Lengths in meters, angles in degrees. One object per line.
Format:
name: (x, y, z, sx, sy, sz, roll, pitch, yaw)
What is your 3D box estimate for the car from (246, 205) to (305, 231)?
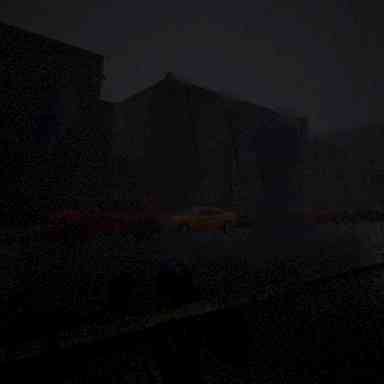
car: (4.850, 1.632, 22.051, 4.892, 1.521, 2.231, 1, 0, -36)

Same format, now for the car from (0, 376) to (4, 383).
car: (-3.387, 1.454, 1.024, 5.008, 1.535, 1.882, 1, 0, -35)

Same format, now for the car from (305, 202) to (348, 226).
car: (9.362, 1.566, 25.285, 4.553, 1.767, 2.185, 1, 0, -36)

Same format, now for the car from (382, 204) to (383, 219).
car: (18.419, 1.852, 31.779, 4.674, 1.452, 2.002, 1, 0, -36)

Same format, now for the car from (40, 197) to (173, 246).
car: (-4.053, 1.261, 15.666, 5.566, 2.045, 2.435, 1, 0, -36)

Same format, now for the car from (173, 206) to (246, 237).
car: (0.360, 1.571, 18.831, 5.008, 1.535, 2.097, 1, 0, -36)

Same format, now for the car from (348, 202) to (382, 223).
car: (13.853, 1.626, 28.504, 4.553, 1.767, 2.185, 1, 0, -36)
